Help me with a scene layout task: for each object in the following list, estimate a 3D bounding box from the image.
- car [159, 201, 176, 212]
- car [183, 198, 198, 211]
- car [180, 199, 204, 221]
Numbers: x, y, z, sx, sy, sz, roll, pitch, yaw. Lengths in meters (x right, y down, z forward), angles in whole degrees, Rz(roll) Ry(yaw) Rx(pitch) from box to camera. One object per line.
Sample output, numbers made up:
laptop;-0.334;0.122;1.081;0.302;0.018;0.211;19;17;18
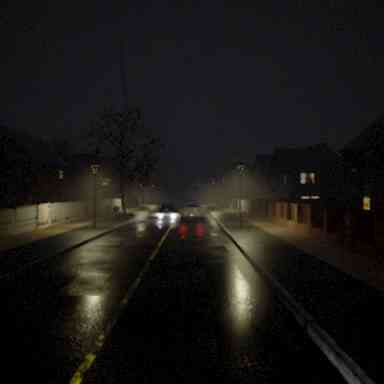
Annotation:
car;-2.884;1.721;39.887;1.895;1.301;4.718;0;0;-1
car;-0.203;1.621;44.605;1.882;1.535;5.008;0;0;-1
car;0.006;1.585;27.952;1.812;1.442;4.674;0;0;0
